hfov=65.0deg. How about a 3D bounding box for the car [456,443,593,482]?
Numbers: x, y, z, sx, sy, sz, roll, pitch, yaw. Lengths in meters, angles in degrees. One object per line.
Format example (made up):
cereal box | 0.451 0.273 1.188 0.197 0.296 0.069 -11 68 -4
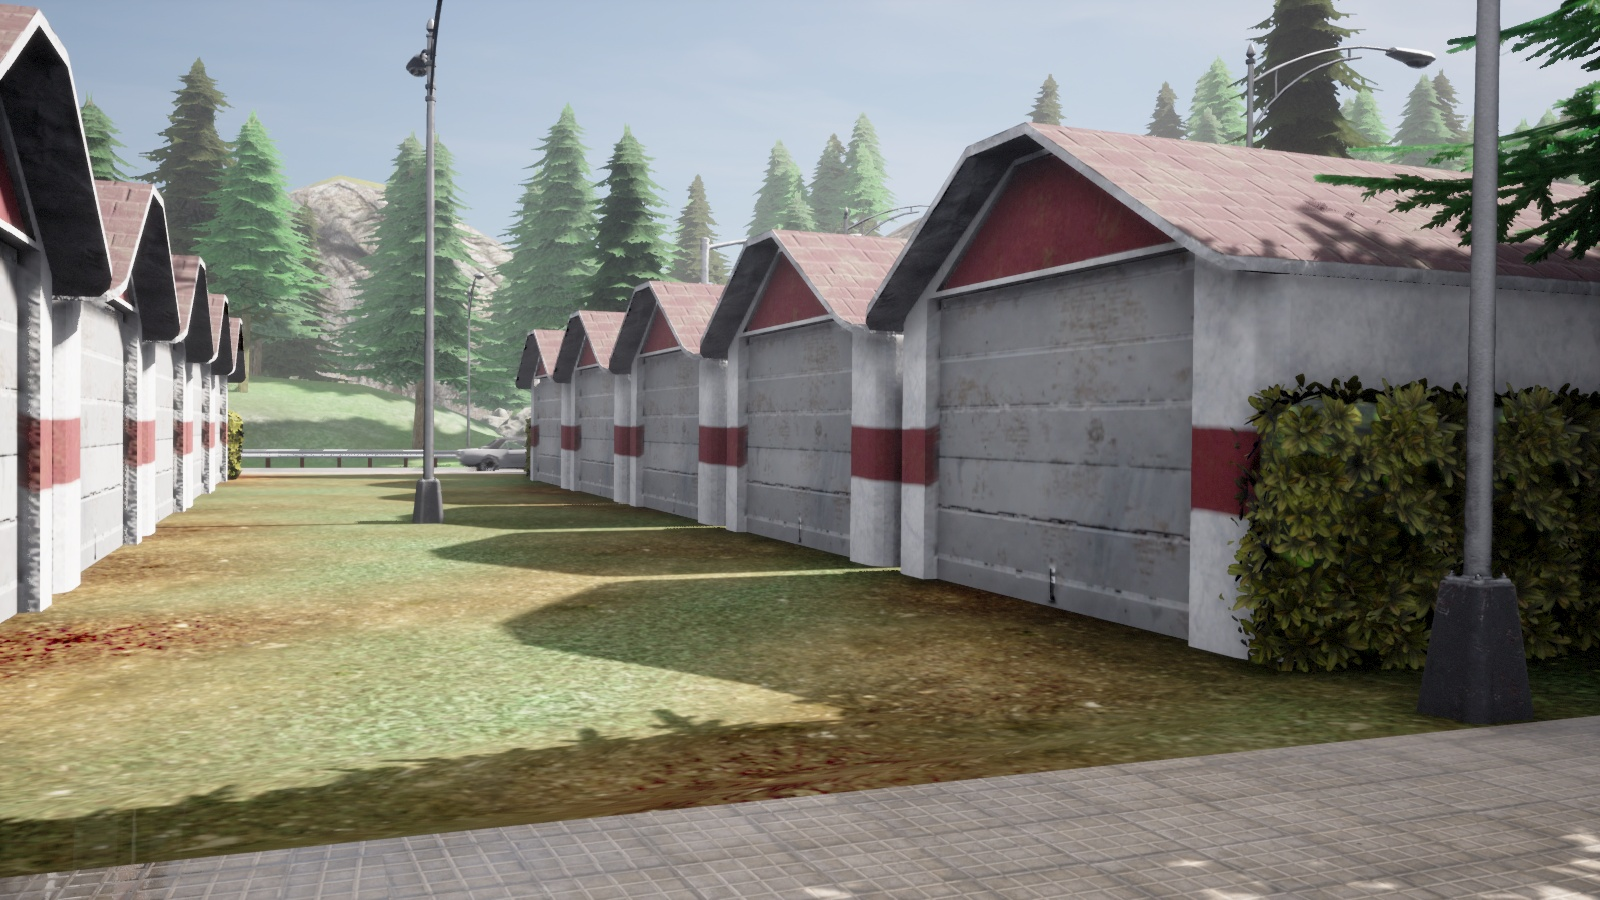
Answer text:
car | -10.222 0.430 46.529 4.718 1.301 1.895 -1 1 -20
